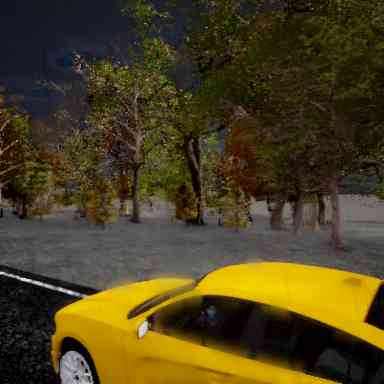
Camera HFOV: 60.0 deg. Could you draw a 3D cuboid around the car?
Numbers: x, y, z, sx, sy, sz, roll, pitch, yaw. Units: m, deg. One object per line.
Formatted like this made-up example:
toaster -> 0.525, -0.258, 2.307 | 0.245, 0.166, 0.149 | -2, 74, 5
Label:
car -> 0.655, 1.475, 3.218 | 5.008, 1.535, 1.882 | 0, 0, 35
